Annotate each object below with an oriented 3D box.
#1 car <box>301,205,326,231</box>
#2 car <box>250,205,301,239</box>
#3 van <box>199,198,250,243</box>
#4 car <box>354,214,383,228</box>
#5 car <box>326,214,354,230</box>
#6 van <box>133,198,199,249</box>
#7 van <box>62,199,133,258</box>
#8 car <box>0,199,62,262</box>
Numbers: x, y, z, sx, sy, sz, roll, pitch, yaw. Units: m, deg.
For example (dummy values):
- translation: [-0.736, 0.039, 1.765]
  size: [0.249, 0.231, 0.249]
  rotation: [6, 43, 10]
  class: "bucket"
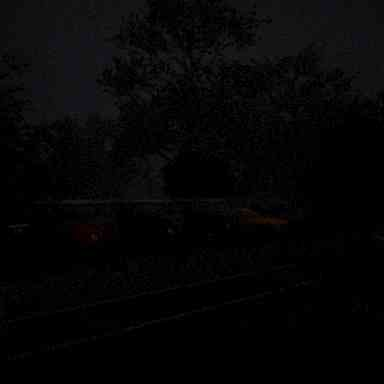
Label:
- translation: [4.968, 1.562, 19.656]
  size: [4.792, 1.488, 2.163]
  rotation: [-1, -1, 34]
  class: "car"
- translation: [2.728, 1.522, 17.809]
  size: [5.366, 1.575, 1.946]
  rotation: [-1, -1, 34]
  class: "car"
- translation: [0.248, 1.295, 16.123]
  size: [4.442, 1.987, 1.878]
  rotation: [-1, -1, 34]
  class: "van"
- translation: [9.808, 1.292, 23.121]
  size: [5.566, 2.045, 2.435]
  rotation: [-1, -1, 34]
  class: "car"
- translation: [7.442, 1.567, 21.360]
  size: [4.792, 1.488, 2.163]
  rotation: [-1, -1, 34]
  class: "car"
- translation: [-2.175, 1.289, 14.391]
  size: [4.442, 1.987, 1.878]
  rotation: [-1, -1, 35]
  class: "van"
- translation: [-4.597, 1.284, 12.659]
  size: [4.442, 1.987, 1.878]
  rotation: [-1, -1, 35]
  class: "van"
- translation: [-7.143, 1.255, 11.009]
  size: [5.566, 2.045, 2.435]
  rotation: [-1, -1, 34]
  class: "car"
